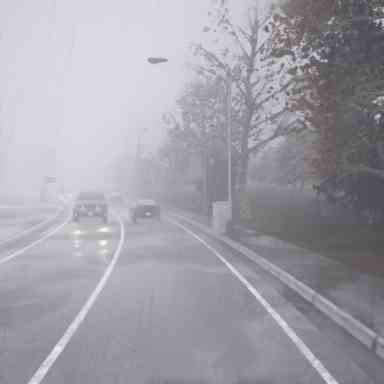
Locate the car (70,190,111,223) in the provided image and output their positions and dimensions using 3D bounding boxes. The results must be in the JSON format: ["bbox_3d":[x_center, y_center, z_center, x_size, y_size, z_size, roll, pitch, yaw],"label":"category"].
[{"bbox_3d":[-7.037,0.915,23.324,2.150,2.045,5.566,1,1,-16],"label":"car"}]

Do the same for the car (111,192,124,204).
[{"bbox_3d":[-9.735,0.682,40.993,1.812,1.442,4.674,1,2,-24],"label":"car"}]

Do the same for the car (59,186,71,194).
[{"bbox_3d":[-23.523,-0.370,61.577,1.895,1.301,4.718,1,2,-26],"label":"car"}]

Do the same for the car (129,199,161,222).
[{"bbox_3d":[-3.486,1.216,24.135,1.882,1.535,5.008,1,1,-15],"label":"car"}]
